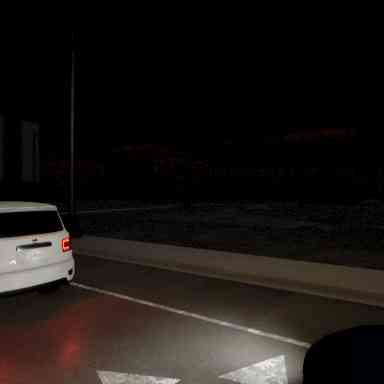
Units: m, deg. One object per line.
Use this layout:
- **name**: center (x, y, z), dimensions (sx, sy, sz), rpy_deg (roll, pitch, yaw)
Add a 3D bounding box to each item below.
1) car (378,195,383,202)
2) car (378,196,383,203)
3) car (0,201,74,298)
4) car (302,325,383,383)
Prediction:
- **car**: center (39.927, 1.369, 67.953), dimensions (1.853, 1.218, 4.536), rpy_deg (1, 1, 6)
- **car**: center (39.921, 1.527, 67.903), dimensions (2.038, 1.542, 4.974), rpy_deg (1, 1, 6)
- **car**: center (-5.032, 1.220, 7.576), dimensions (5.566, 2.045, 2.150), rpy_deg (0, 0, 35)
- **car**: center (3.005, 1.516, 1.843), dimensions (4.674, 1.442, 1.812), rpy_deg (0, 0, 35)
